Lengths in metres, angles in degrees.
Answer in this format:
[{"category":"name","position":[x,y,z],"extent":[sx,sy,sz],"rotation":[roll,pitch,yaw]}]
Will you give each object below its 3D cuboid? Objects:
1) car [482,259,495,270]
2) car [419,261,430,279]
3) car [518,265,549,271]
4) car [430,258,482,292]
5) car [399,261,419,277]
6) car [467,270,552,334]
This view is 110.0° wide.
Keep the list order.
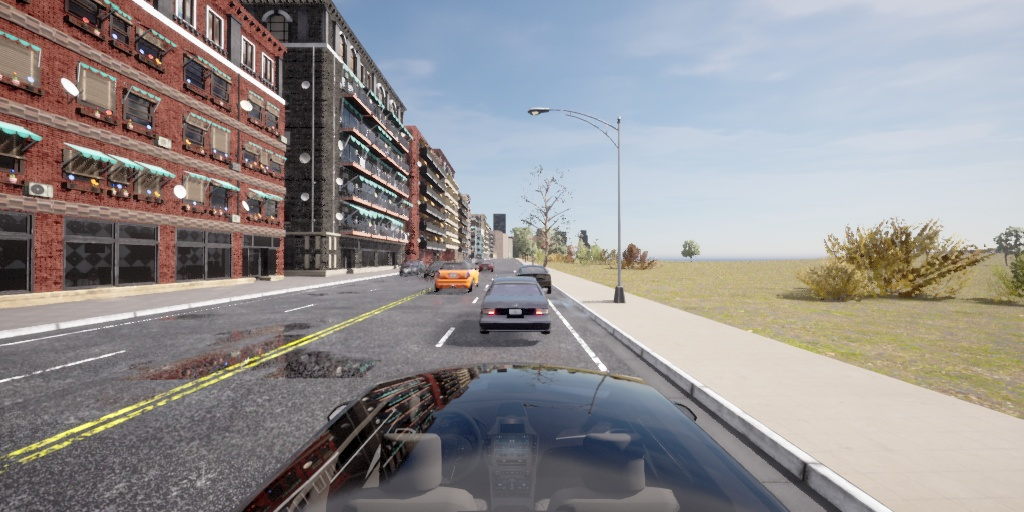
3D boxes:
[{"category":"car","position":[-3.190,1.278,44.943],"extent":[1.812,1.442,4.674],"rotation":[0,0,0]},{"category":"car","position":[-6.630,1.257,32.217],"extent":[1.837,1.490,4.892],"rotation":[0,0,0]},{"category":"car","position":[1.119,1.230,20.327],"extent":[1.882,1.535,5.008],"rotation":[0,0,0]},{"category":"car","position":[-3.168,1.104,21.398],"extent":[2.097,1.767,4.553],"rotation":[0,0,0]},{"category":"car","position":[-9.883,1.243,36.091],"extent":[2.128,1.511,4.902],"rotation":[0,0,0]},{"category":"car","position":[0.094,1.299,10.564],"extent":[2.033,1.411,5.357],"rotation":[0,0,0]}]
